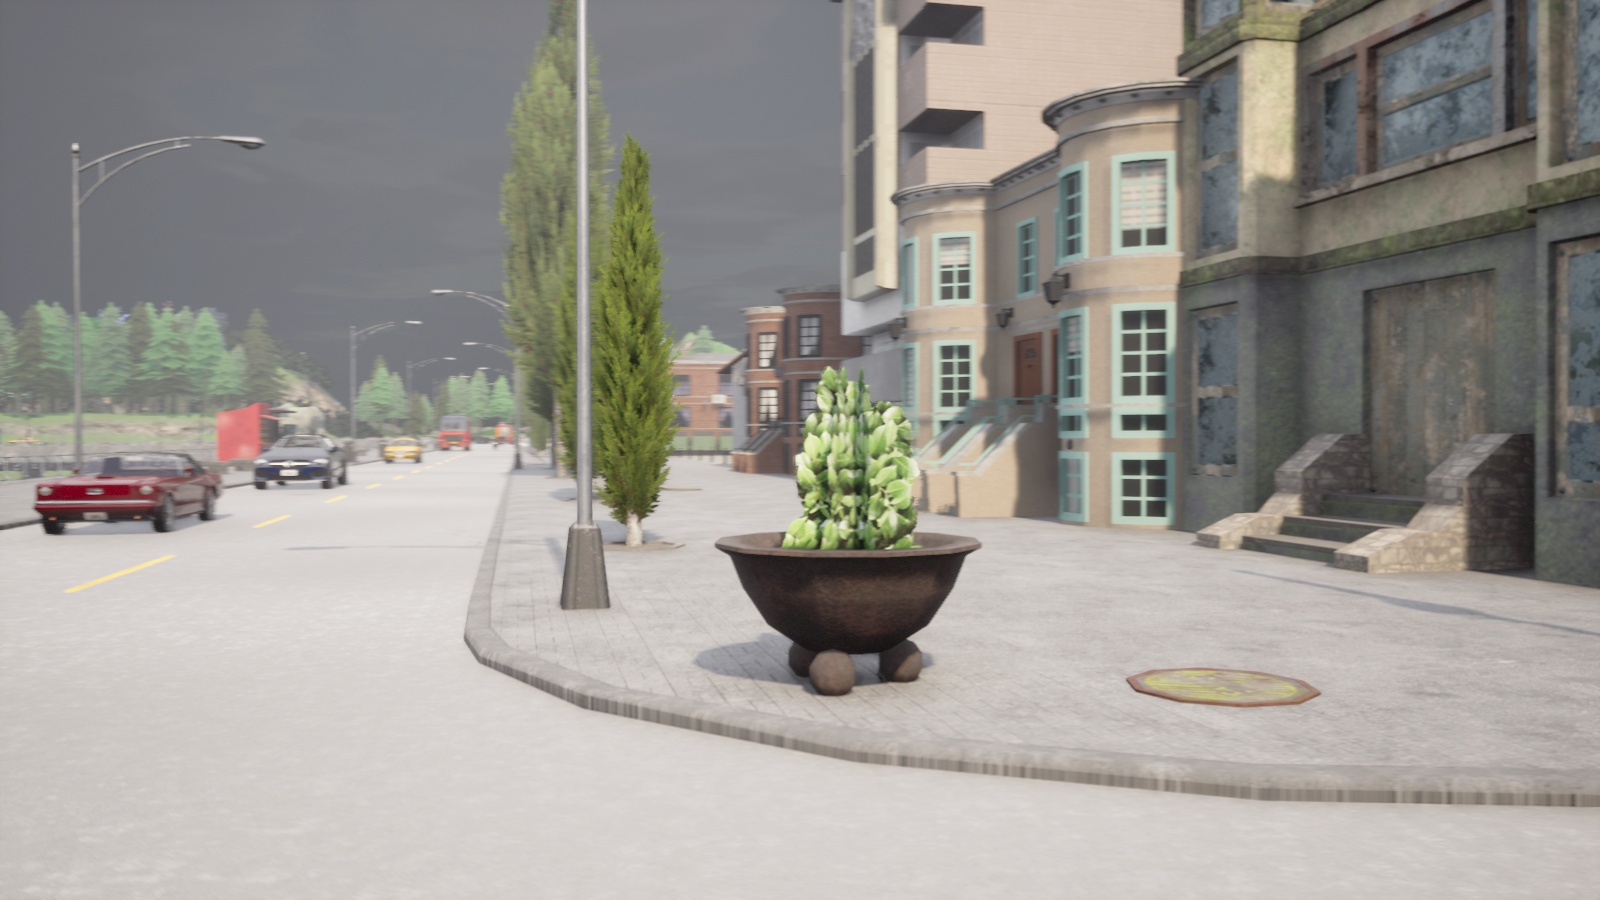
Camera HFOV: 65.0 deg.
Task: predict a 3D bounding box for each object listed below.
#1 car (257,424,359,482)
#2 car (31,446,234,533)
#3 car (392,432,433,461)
[{"bbox_3d":[-15.044,0.063,38.695,2.152,1.651,5.027,0,1,-12],"label":"car"},{"bbox_3d":[-11.423,0.608,21.868,1.895,1.301,4.718,0,1,-12],"label":"car"},{"bbox_3d":[-22.301,-0.224,72.416,1.801,1.575,5.366,0,1,-12],"label":"car"}]
